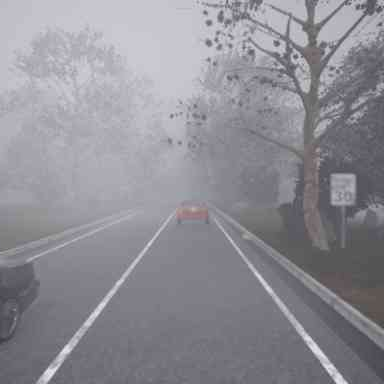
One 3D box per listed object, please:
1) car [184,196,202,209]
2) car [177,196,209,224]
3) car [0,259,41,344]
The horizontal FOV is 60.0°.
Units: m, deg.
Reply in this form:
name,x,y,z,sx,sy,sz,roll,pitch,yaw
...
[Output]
name,x,y,z,sx,sy,sz,roll,pitch,yaw
car,0.073,1.283,41.790,2.128,1.511,4.902,0,0,0
car,0.084,1.193,23.599,2.097,1.767,4.553,0,0,0
car,-3.600,1.529,3.597,2.033,1.411,5.357,0,0,0
